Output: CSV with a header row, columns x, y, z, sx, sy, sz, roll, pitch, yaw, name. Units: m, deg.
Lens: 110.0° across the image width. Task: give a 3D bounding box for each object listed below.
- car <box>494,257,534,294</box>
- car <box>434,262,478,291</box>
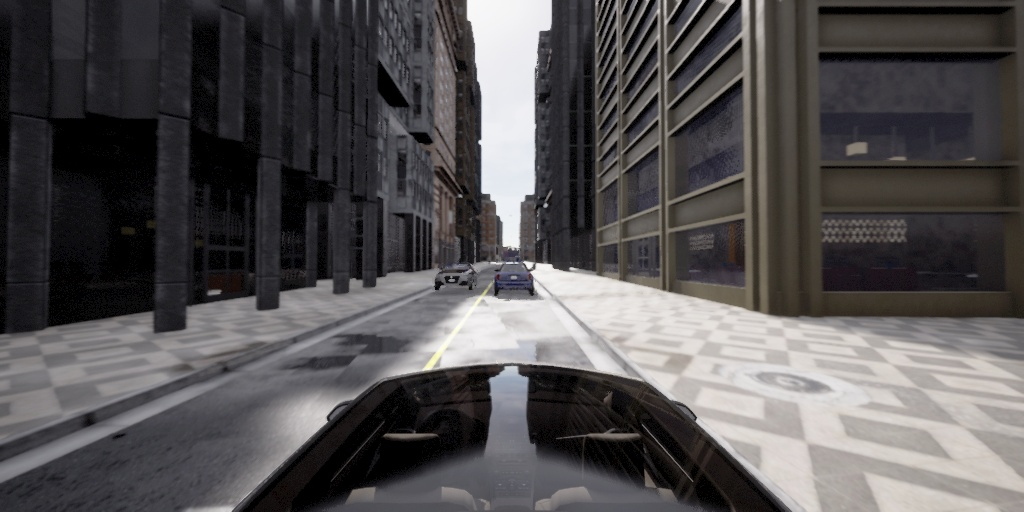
x,y,z,sx,sy,sz,roll,pitch,yaw,name
0.103,1.124,20.382,2.097,1.767,4.553,0,0,0,car
-2.998,1.041,19.870,1.994,1.385,4.181,0,0,0,car
